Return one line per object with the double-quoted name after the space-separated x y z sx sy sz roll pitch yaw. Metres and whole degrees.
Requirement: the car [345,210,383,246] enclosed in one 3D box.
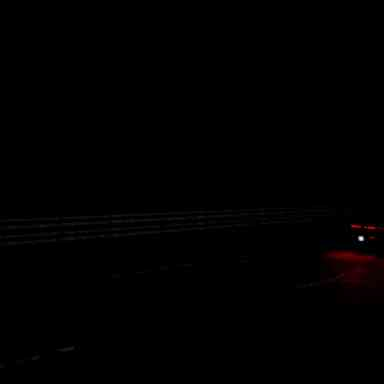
8.438 1.512 14.101 4.892 1.490 1.837 0 0 -35 "car"
